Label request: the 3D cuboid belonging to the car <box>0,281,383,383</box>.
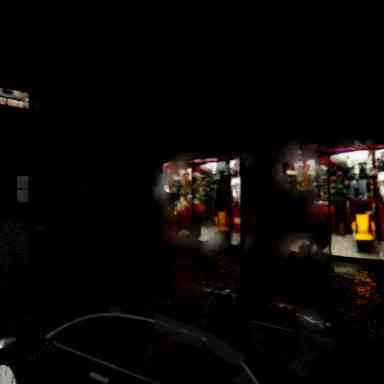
[{"bbox_3d":[-0.194,1.542,3.032,4.403,1.369,2.008,0,-1,36],"label":"car"}]
